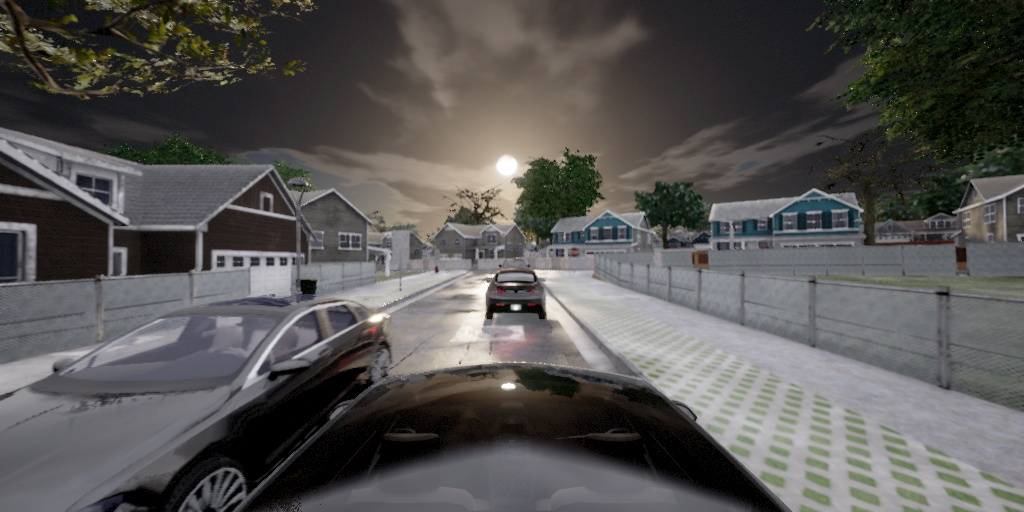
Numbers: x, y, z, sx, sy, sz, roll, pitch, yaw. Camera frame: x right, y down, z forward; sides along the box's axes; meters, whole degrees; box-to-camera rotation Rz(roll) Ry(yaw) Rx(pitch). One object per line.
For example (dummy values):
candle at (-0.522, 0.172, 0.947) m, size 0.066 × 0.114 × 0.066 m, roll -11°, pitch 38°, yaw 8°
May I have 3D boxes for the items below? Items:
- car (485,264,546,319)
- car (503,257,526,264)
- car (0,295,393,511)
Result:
car at (0.127, 1.181, 12.430) m, size 1.837 × 1.490 × 4.892 m, roll 0°, pitch 0°, yaw 0°
car at (0.160, 0.953, 23.700) m, size 2.097 × 1.767 × 4.553 m, roll 0°, pitch 0°, yaw 0°
car at (-2.748, 1.228, 3.675) m, size 2.128 × 1.511 × 4.902 m, roll 0°, pitch 0°, yaw 0°
